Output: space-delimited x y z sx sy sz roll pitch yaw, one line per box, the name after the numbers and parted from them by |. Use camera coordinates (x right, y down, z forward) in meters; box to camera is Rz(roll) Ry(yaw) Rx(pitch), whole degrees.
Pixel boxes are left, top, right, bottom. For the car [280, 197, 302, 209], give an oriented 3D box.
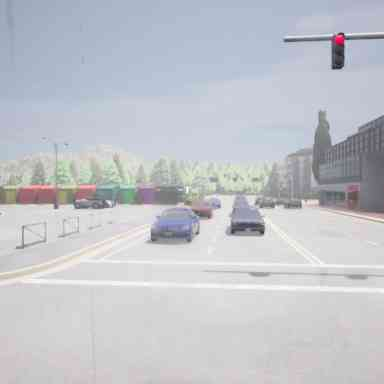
13.793 1.491 45.502 2.128 1.511 4.902 0 0 8 | car

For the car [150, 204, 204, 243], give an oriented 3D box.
-0.683 1.526 16.453 1.812 1.442 4.674 0 0 8 | car

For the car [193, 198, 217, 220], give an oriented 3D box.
0.830 1.477 28.647 1.882 1.535 5.008 0 0 7 | car

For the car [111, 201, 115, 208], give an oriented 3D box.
-12.113 1.395 43.675 3.806 1.475 1.970 0 0 6 | car

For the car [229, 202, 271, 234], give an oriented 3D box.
3.173 1.547 19.456 2.033 1.411 5.357 0 0 7 | car

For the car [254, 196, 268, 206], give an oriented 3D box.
11.600 1.504 56.080 1.837 1.490 4.892 0 0 7 | car

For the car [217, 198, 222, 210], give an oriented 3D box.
2.918 1.525 44.231 1.812 1.442 4.674 0 0 8 | car

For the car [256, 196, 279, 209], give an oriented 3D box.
10.335 1.491 46.053 2.128 1.511 4.902 0 0 8 | car

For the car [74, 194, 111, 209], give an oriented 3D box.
-12.428 1.156 40.797 3.866 1.878 1.905 0 0 6 | car

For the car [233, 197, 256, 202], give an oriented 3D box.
4.954 1.546 33.153 2.033 1.411 5.357 0 0 8 | car
